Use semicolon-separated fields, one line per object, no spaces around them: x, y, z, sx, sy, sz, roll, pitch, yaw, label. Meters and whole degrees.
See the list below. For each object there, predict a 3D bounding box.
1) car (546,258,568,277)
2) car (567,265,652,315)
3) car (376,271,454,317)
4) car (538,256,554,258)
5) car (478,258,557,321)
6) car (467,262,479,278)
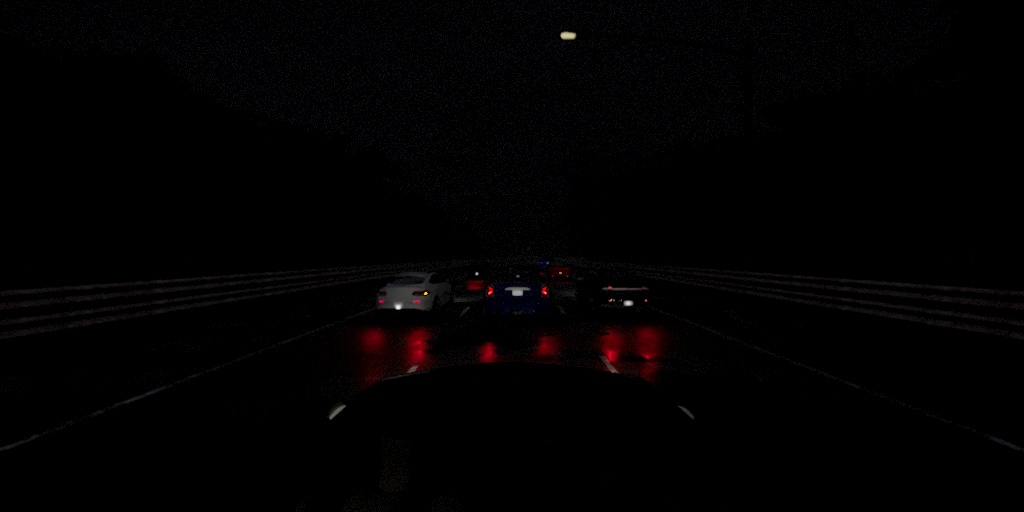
3.982;1.204;31.380;1.882;1.535;5.008;0;0;2;car
3.586;1.219;13.363;2.128;1.511;4.902;0;0;1;car
-3.325;1.251;12.877;1.812;1.442;4.674;0;0;1;car
4.599;0.985;47.351;2.150;2.045;5.566;0;0;3;car
0.183;1.079;12.408;2.097;1.767;4.553;0;0;1;car
-2.879;1.229;32.630;1.837;1.490;4.892;0;0;2;car
